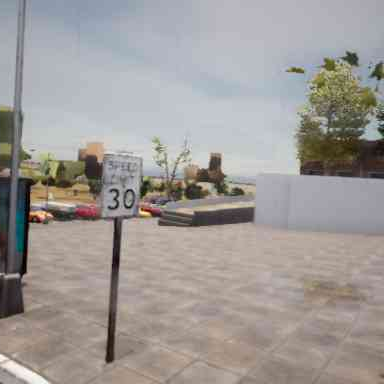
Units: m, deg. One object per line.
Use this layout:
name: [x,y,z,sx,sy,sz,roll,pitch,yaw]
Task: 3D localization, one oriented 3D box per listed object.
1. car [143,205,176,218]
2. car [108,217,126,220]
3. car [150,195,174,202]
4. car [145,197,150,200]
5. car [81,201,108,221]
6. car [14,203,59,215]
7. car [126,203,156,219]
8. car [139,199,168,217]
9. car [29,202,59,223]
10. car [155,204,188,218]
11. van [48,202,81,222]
car: [-5.203,3.098,53.661,4.792,1.488,2.163,6,2,16]
car: [-12.192,2.475,43.901,5.566,2.045,2.435,6,2,16]
car: [-6.258,2.050,75.794,2.150,2.045,5.566,6,2,36]
car: [-8.682,1.779,77.539,2.150,2.045,5.566,6,2,36]
car: [-14.017,2.382,41.475,5.566,2.045,2.435,7,3,16]
car: [-19.664,2.143,42.309,1.895,1.301,4.718,6,2,37]
car: [-8.550,2.911,48.739,5.366,1.575,1.946,6,2,16]
car: [-6.925,2.733,51.211,5.566,2.045,2.435,6,2,16]
car: [-17.600,2.329,36.643,4.553,1.767,2.185,6,2,16]
car: [-3.477,3.155,56.096,4.892,1.521,2.231,6,2,16]
van: [-15.879,2.310,39.075,4.442,1.987,1.878,6,3,16]
